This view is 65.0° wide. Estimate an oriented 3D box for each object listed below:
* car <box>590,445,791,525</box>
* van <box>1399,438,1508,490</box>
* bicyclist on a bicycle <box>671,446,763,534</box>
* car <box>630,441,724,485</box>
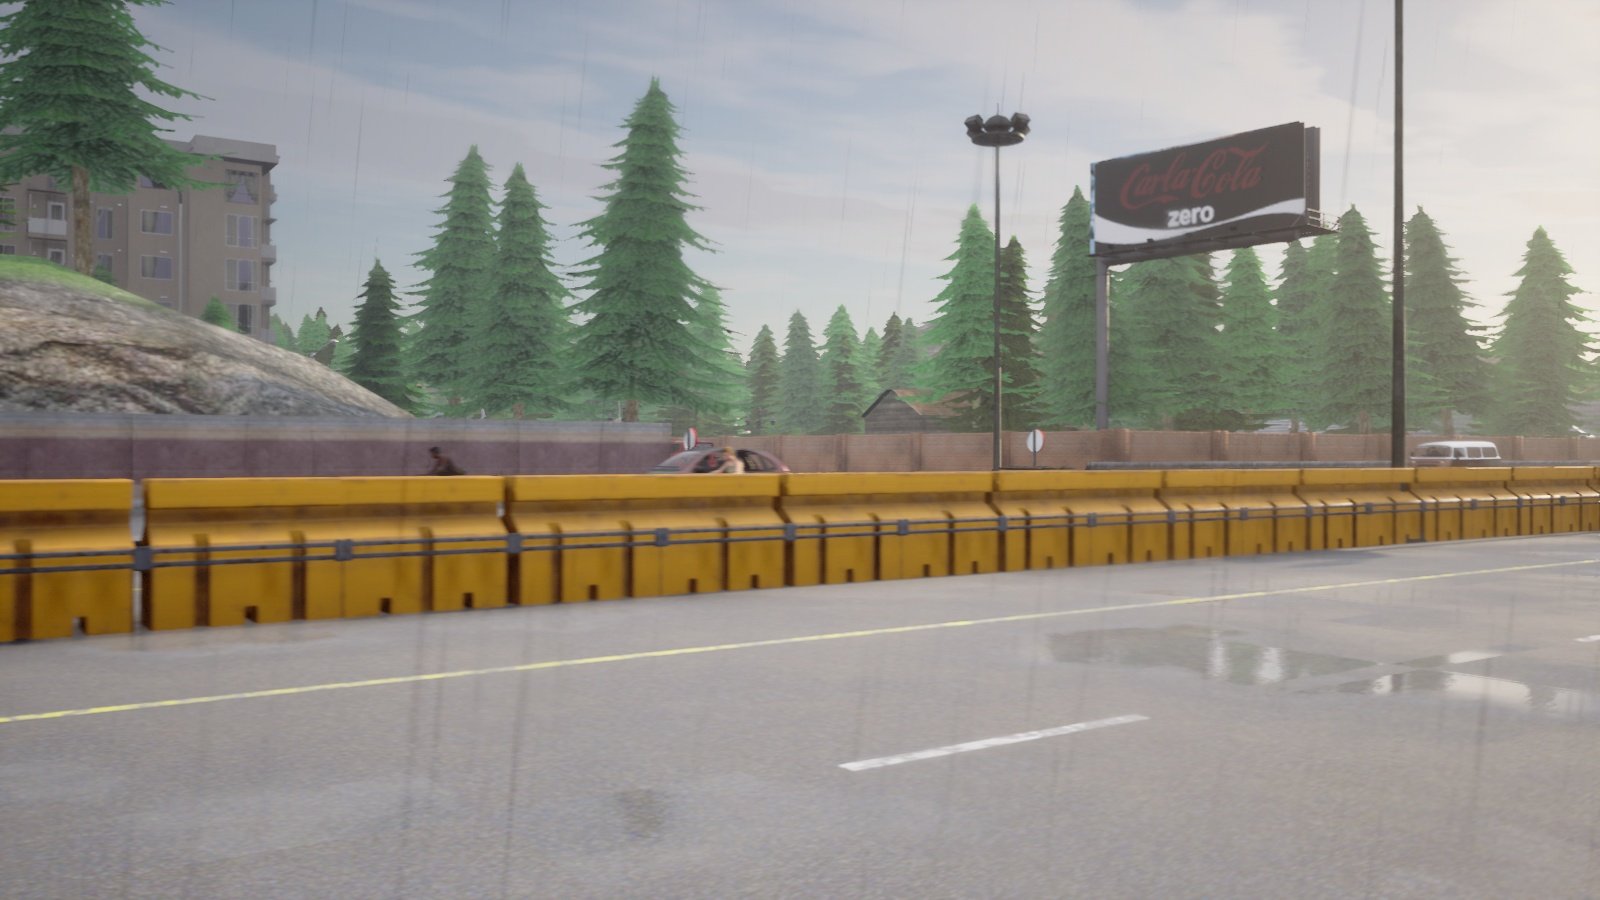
[{"bbox_3d":[-2.370,0.714,27.472,3.988,1.617,1.851,0,0,-34],"label":"car"},{"bbox_3d":[26.821,0.537,51.483,4.480,2.038,2.069,0,0,-34],"label":"van"},{"bbox_3d":[-1.565,0.742,23.784,1.509,1.612,0.866,0,0,-34],"label":"bicyclist on a bicycle"},{"bbox_3d":[-5.990,0.603,60.377,2.150,2.045,5.566,0,0,-33],"label":"car"}]
